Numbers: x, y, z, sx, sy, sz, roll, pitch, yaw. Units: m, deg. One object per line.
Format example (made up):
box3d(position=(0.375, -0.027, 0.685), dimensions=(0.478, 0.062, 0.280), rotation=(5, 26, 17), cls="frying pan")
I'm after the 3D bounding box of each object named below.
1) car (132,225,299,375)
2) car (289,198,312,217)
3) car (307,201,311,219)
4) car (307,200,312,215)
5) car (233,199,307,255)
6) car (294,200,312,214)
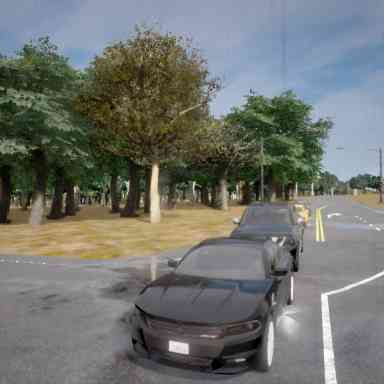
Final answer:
box3d(position=(0.761, 1.612, 6.181), dimensions=(1.882, 1.535, 5.008), rotation=(-1, -2, 21), cls="car")
box3d(position=(11.418, 1.561, 34.831), dimensions=(2.097, 1.767, 4.553), rotation=(-1, 0, 21), cls="car")
box3d(position=(7.303, 1.662, 23.963), dimensions=(1.882, 1.535, 5.008), rotation=(-1, 0, 21), cls="car")
box3d(position=(9.377, 1.723, 29.461), dimensions=(1.812, 1.442, 4.674), rotation=(-1, 0, 21), cls="car")
box3d(position=(2.897, 1.458, 12.316), dimensions=(2.150, 2.045, 5.566), rotation=(-2, 0, 21), cls="car")
box3d(position=(13.427, 1.746, 40.036), dimensions=(1.812, 1.442, 4.674), rotation=(-1, 0, 21), cls="car")
